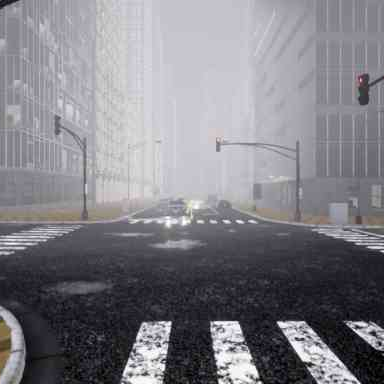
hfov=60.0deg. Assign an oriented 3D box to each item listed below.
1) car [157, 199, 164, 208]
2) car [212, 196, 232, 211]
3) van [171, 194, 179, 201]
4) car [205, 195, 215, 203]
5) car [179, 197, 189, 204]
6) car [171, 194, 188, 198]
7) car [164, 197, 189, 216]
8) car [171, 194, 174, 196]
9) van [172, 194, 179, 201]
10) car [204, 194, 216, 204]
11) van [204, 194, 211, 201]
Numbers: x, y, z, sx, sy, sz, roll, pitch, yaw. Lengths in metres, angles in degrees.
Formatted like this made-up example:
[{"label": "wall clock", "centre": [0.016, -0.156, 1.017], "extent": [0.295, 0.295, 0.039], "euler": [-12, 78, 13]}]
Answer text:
[{"label": "car", "centre": [-4.025, 1.592, 47.258], "extent": [1.802, 1.307, 4.206], "euler": [0, 0, 0]}, {"label": "car", "centre": [3.928, 1.579, 41.765], "extent": [1.947, 1.339, 4.313], "euler": [0, 0, 0]}, {"label": "van", "centre": [-4.165, 1.320, 80.424], "extent": [1.690, 1.788, 3.998], "euler": [0, 0, 0]}, {"label": "car", "centre": [3.762, 1.432, 69.402], "extent": [1.967, 1.590, 4.097], "euler": [0, 0, 0]}, {"label": "car", "centre": [-1.545, 1.615, 67.502], "extent": [1.895, 1.301, 4.718], "euler": [0, 0, 0]}, {"label": "car", "centre": [-1.555, 1.489, 46.815], "extent": [1.882, 1.535, 5.008], "euler": [0, 1, 0]}, {"label": "car", "centre": [-1.500, 1.542, 33.069], "extent": [1.812, 1.442, 4.674], "euler": [0, 0, 0]}, {"label": "car", "centre": [-4.095, 1.563, 63.841], "extent": [1.947, 1.339, 4.313], "euler": [0, 0, 0]}, {"label": "van", "centre": [-4.188, 1.314, 85.951], "extent": [1.690, 1.788, 3.998], "euler": [0, 0, 0]}, {"label": "car", "centre": [3.786, 1.312, 63.873], "extent": [2.192, 1.841, 5.009], "euler": [0, 0, 0]}, {"label": "van", "centre": [3.716, 1.320, 80.457], "extent": [1.690, 1.788, 3.998], "euler": [0, 0, 0]}]
